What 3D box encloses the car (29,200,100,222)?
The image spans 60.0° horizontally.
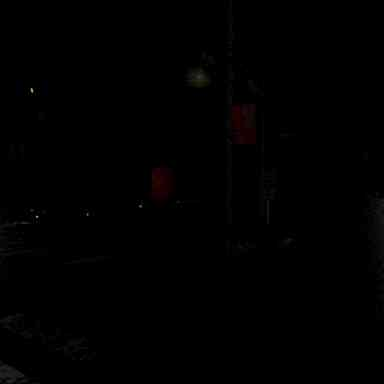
[{"bbox_3d":[-9.096,1.303,24.022,1.895,1.301,4.718,0,1,35],"label":"car"}]

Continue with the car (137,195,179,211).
[{"bbox_3d":[-3.273,1.016,32.379,2.128,1.511,4.902,0,1,35],"label":"car"}]

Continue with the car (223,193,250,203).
[{"bbox_3d":[6.128,0.847,45.827,1.895,1.301,4.718,0,1,35],"label":"car"}]
